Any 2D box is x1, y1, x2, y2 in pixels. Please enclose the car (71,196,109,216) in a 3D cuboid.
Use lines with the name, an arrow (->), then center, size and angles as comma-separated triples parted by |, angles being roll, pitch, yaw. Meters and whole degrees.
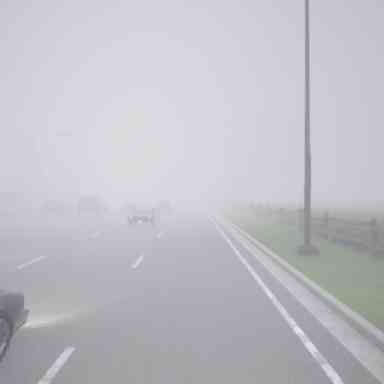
car -> -10.456, 1.403, 35.243 | 2.150, 2.045, 5.566 | 0, 0, 0

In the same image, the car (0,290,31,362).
car -> -3.409, 1.564, 2.661 | 2.033, 1.411, 5.357 | 0, 0, 0

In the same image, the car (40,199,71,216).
car -> -13.953, 1.533, 34.811 | 2.097, 1.767, 4.553 | 0, 0, 0

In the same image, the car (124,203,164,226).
car -> -3.439, 1.722, 24.461 | 1.895, 1.301, 4.718 | 0, 0, 0

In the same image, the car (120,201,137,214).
car -> -6.959, 1.754, 38.070 | 1.994, 1.385, 4.181 | 0, 0, 0

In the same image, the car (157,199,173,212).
car -> -3.520, 1.686, 42.758 | 1.882, 1.535, 5.008 | 0, 0, 0
